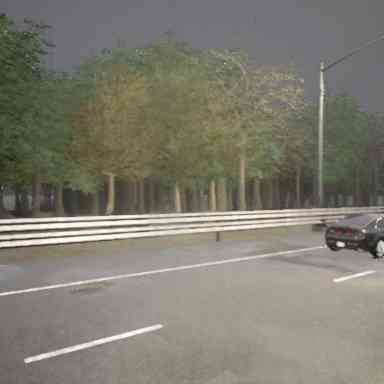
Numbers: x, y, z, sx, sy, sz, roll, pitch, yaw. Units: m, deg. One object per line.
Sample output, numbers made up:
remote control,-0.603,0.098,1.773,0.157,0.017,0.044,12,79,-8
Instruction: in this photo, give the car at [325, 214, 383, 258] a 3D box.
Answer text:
car,7.348,1.642,13.382,4.892,1.490,1.837,0,0,-35
